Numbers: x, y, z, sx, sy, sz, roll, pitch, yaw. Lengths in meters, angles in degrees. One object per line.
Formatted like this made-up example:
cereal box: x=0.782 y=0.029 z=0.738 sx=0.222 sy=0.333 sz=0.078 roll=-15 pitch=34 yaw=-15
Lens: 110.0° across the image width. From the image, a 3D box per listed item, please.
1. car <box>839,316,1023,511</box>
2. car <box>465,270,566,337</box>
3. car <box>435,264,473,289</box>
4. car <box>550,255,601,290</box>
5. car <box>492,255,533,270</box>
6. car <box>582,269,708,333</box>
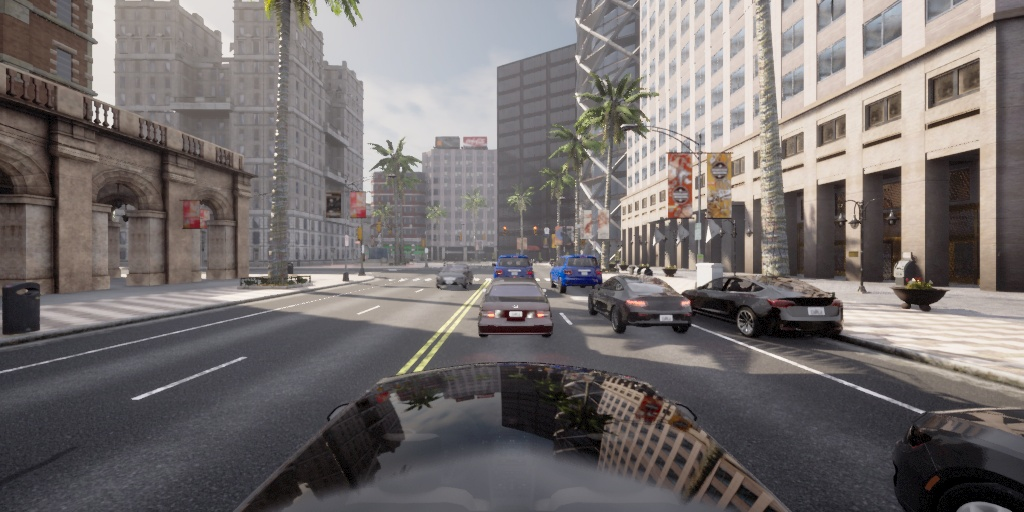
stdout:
car: x=3.600 y=1.255 z=0.462 sx=1.837 sy=1.490 sz=4.892 roll=0 pitch=0 yaw=0
car: x=0.070 y=1.297 z=10.248 sx=2.033 sy=1.411 sz=5.357 roll=0 pitch=0 yaw=0
car: x=-3.590 y=1.243 z=22.980 sx=2.128 sy=1.511 sz=4.902 roll=0 pitch=0 yaw=0
car: x=3.547 y=0.971 z=20.601 sx=2.150 sy=2.045 sz=5.566 roll=0 pitch=0 yaw=-2
car: x=0.048 y=0.971 z=20.467 sx=2.150 sy=2.045 sz=5.566 roll=0 pitch=0 yaw=-2
car: x=3.564 y=1.276 z=10.637 sx=1.812 sy=1.442 sz=4.674 roll=0 pitch=0 yaw=-1
